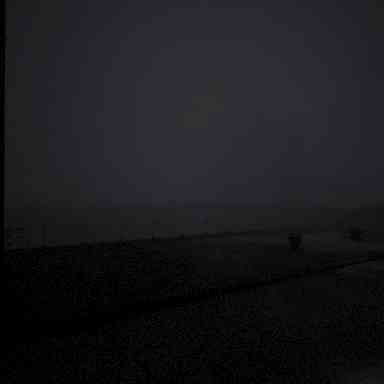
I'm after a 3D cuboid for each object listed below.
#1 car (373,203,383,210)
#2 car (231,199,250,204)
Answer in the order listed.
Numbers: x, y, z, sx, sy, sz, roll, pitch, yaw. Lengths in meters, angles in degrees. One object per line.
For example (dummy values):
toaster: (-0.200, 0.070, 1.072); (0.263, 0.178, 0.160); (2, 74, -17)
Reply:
car: (22.492, 1.849, 36.459); (2.128, 1.511, 4.902); (1, 0, -35)
car: (8.122, 1.888, 56.621); (2.033, 1.411, 5.357); (1, 0, -35)
